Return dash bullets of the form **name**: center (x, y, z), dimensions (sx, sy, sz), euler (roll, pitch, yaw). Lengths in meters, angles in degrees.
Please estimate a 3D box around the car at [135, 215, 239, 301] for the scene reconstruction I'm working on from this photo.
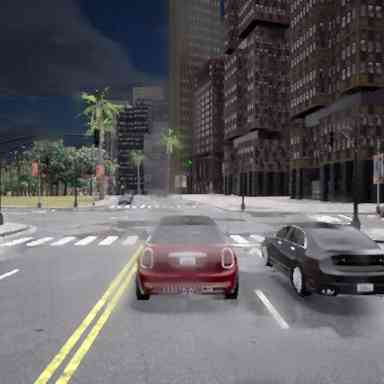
- **car**: center (-0.135, 1.365, 8.551), dimensions (2.097, 1.767, 4.553), euler (0, 0, -1)

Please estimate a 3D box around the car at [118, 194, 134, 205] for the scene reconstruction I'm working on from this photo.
- **car**: center (-10.632, 1.315, 53.006), dimensions (1.994, 1.385, 4.181), euler (0, 1, -9)

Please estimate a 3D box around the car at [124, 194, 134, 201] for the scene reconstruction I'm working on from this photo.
- **car**: center (-13.788, 1.086, 72.461), dimensions (1.994, 1.385, 4.181), euler (0, 1, -11)

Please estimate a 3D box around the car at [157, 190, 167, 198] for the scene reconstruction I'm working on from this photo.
- **car**: center (-8.475, 0.526, 93.598), dimensions (2.150, 2.045, 5.566), euler (0, 1, -14)

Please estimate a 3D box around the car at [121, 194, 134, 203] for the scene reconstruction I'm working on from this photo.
- **car**: center (-12.073, 1.137, 62.589), dimensions (2.128, 1.511, 4.902), euler (0, 1, -9)

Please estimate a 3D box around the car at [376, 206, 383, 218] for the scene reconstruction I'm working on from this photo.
- **car**: center (17.468, 1.335, 26.783), dimensions (4.553, 1.767, 2.097), euler (0, 0, 13)

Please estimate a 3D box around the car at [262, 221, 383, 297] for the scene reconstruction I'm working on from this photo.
- **car**: center (3.154, 1.519, 8.598), dimensions (1.837, 1.490, 4.892), euler (0, 0, -2)
